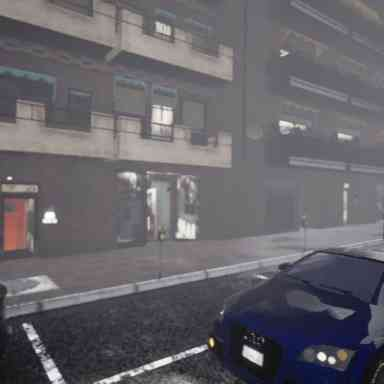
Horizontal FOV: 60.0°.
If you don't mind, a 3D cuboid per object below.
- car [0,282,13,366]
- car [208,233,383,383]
[{"bbox_3d":[-4.122,1.576,3.136,4.313,1.339,1.947,0,2,-36],"label":"car"},{"bbox_3d":[2.264,1.539,4.692,4.181,1.385,1.994,0,0,-36],"label":"car"}]
